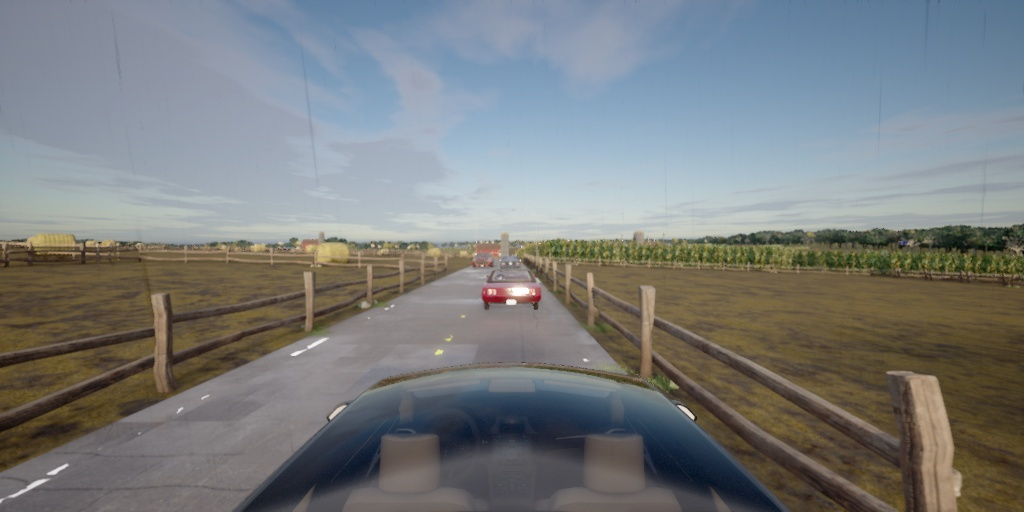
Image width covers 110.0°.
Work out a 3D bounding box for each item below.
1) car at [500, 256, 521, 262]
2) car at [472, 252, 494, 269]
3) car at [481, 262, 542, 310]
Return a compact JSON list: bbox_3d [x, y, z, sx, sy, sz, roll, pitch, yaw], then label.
[{"bbox_3d":[-0.137,0.659,32.758,2.033,1.411,5.357,0,1,0],"label":"car"},{"bbox_3d":[-3.015,0.378,38.120,2.097,1.767,4.553,0,1,0],"label":"car"},{"bbox_3d":[-0.019,1.092,13.247,1.895,1.301,4.718,0,1,0],"label":"car"}]
